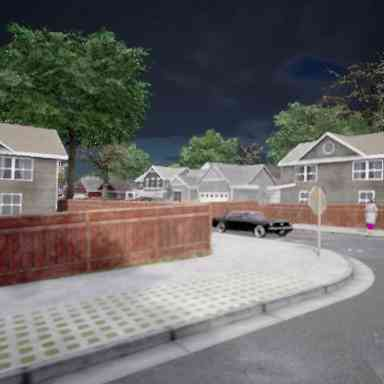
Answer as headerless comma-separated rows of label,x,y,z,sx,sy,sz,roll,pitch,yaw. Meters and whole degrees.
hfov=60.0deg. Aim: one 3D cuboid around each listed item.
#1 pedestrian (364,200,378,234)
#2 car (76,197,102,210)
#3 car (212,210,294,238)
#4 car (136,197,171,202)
pedestrian,9.947,1.346,18.544,0.375,1.860,0.375,1,-1,-35
car,-12.170,1.585,39.093,2.150,2.045,5.566,2,-2,-37
car,3.141,1.673,18.023,1.895,1.301,4.718,2,-2,-35
car,-2.770,1.419,26.415,2.150,2.045,5.566,2,-2,-36
